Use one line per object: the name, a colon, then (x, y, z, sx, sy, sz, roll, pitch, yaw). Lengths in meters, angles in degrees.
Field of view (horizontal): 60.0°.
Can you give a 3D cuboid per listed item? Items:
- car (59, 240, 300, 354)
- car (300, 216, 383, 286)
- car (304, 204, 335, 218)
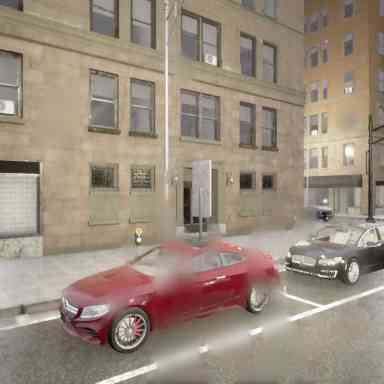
car: (-0.172, 1.582, 6.055, 4.206, 1.307, 1.802, 0, 0, -35)
car: (4.462, 1.550, 9.343, 4.403, 1.369, 2.008, 0, 0, -35)
car: (8.246, 1.516, 25.155, 1.895, 1.301, 4.718, 0, 0, -35)
